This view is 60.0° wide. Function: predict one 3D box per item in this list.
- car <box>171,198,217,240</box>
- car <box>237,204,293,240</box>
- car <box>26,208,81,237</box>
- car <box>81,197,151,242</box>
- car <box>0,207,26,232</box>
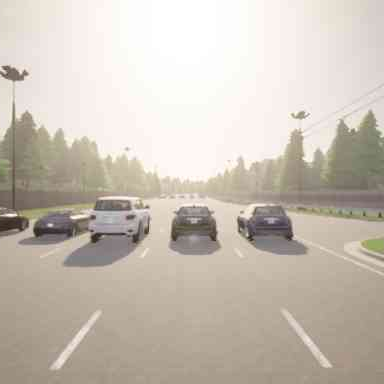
[{"bbox_3d":[0.096,1.371,17.171,2.097,1.767,4.553,0,0,0],"label":"car"},{"bbox_3d":[3.596,1.371,17.177,2.097,1.767,4.553,0,0,0],"label":"car"},{"bbox_3d":[-6.904,1.585,18.197,1.994,1.385,4.181,0,0,0],"label":"car"},{"bbox_3d":[-3.402,1.240,16.541,2.150,2.045,5.566,0,0,0],"label":"car"},{"bbox_3d":[-10.403,1.511,17.439,2.128,1.511,4.902,0,0,0],"label":"car"}]
